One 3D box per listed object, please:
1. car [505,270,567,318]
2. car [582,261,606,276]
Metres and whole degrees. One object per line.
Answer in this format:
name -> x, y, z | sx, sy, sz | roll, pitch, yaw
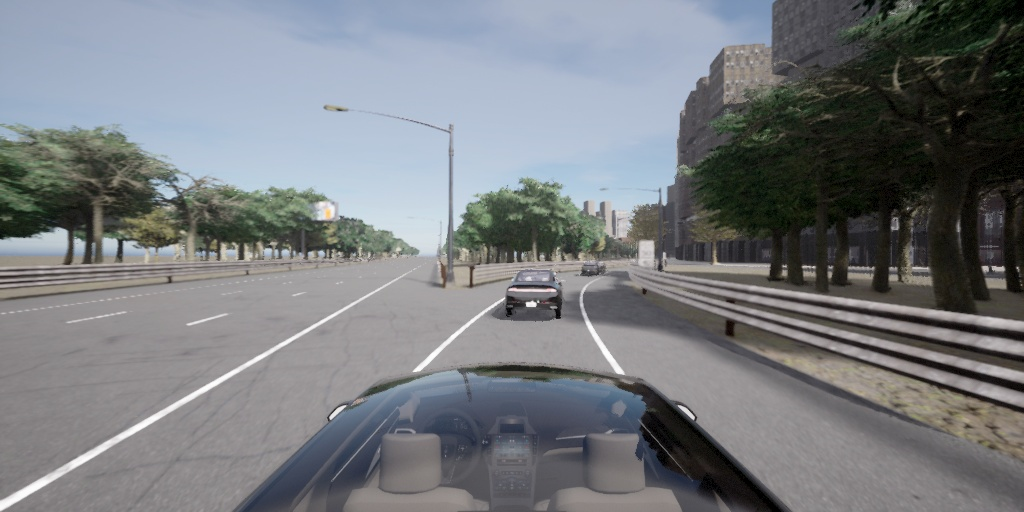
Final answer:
car -> 0.937, 1.251, 13.188 | 2.128, 1.511, 4.902 | 0, 0, 9
car -> 8.862, 1.294, 38.577 | 2.128, 1.511, 4.902 | 0, 0, 26
